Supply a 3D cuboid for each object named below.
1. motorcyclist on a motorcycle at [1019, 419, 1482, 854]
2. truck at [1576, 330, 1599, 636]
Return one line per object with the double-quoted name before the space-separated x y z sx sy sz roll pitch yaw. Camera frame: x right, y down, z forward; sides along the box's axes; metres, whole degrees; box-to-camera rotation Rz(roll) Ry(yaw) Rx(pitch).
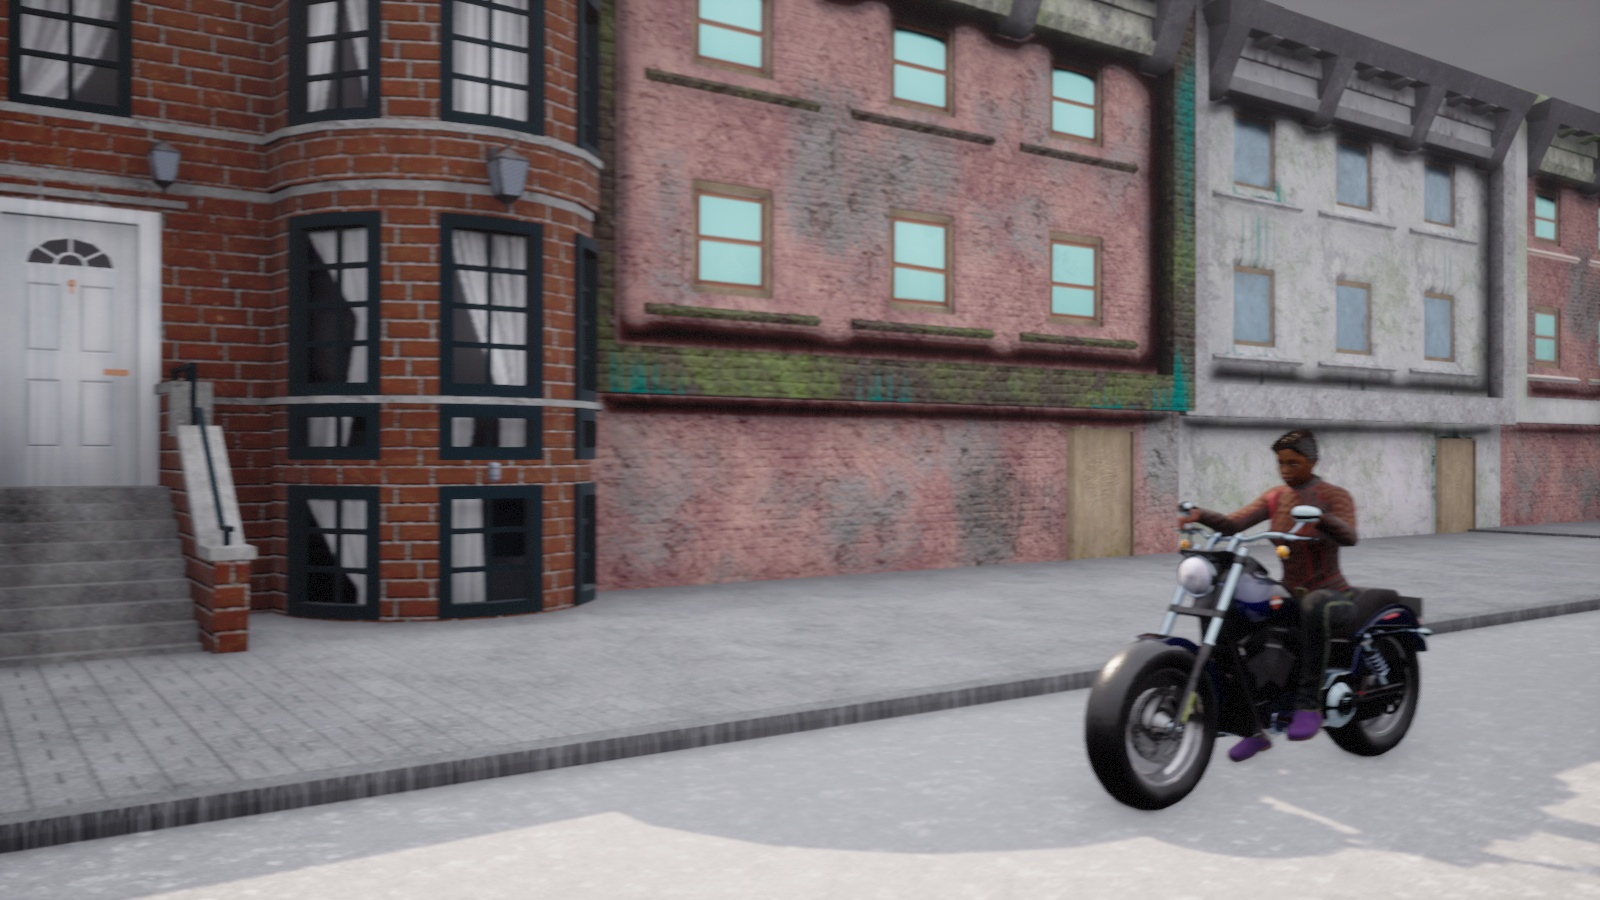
"motorcyclist on a motorcycle" 2.129 0.705 5.750 2.350 1.649 0.766 0 0 -35
"truck" 9.245 0.266 10.688 5.204 2.467 2.627 0 0 -35
